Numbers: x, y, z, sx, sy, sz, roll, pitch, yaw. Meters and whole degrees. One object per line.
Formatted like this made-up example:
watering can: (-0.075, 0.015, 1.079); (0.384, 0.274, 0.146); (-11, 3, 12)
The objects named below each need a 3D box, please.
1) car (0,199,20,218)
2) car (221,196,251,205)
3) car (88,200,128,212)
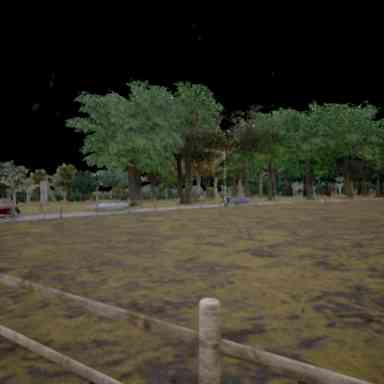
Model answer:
car: (-16.802, 1.365, 27.417); (2.097, 1.767, 4.553); (-2, -1, 35)
car: (7.166, 1.303, 53.858); (5.357, 1.411, 2.033); (-1, -1, -38)
car: (-9.355, 1.549, 37.548); (1.895, 1.301, 4.718); (-2, -1, 39)
